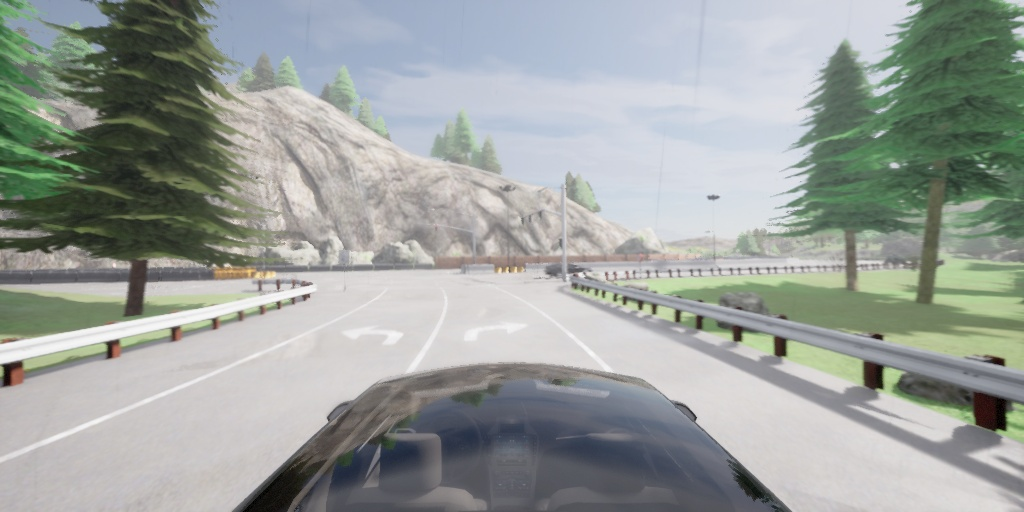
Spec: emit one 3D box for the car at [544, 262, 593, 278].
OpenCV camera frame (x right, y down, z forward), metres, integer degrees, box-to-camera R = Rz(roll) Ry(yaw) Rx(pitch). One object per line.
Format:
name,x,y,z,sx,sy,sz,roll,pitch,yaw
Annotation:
car,5.531,1.348,34.892,4.892,1.490,1.837,-1,0,-16
